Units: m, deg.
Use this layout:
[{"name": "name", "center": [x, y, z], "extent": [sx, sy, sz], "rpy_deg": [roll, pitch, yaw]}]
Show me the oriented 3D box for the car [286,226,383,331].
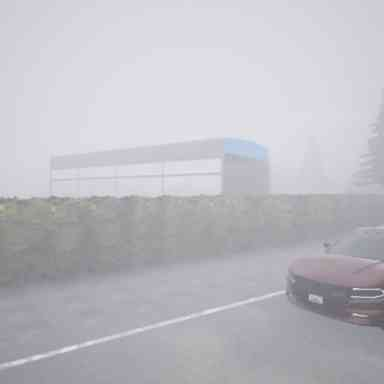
[{"name": "car", "center": [4.049, 1.478, 6.914], "extent": [5.008, 1.535, 1.882], "rpy_deg": [0, 0, -36]}]
